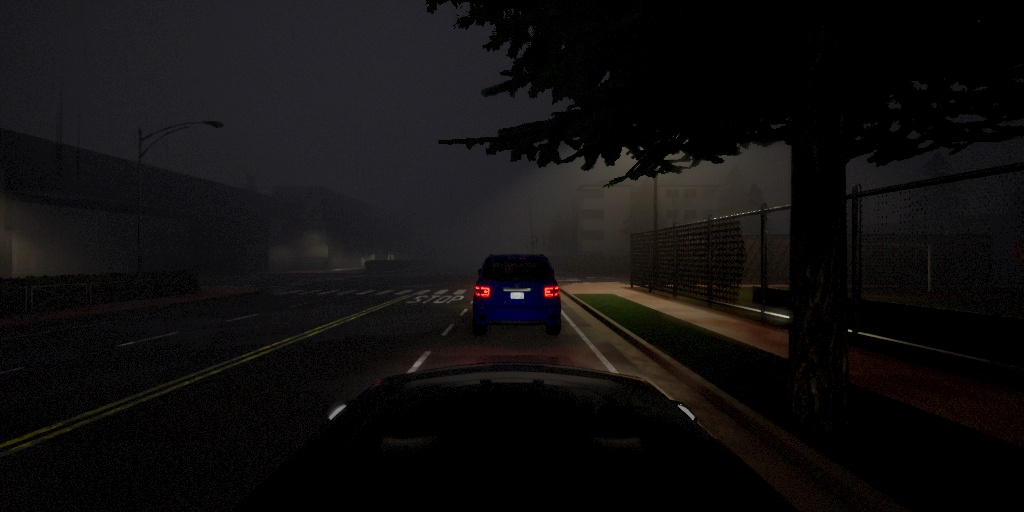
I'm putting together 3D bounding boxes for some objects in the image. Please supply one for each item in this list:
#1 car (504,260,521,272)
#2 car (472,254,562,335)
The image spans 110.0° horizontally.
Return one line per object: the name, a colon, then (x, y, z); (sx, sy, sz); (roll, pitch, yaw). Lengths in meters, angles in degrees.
car: (0.061, 1.241, 46.452); (2.128, 1.511, 4.902); (0, 0, -1)
car: (0.123, 0.972, 10.622); (2.150, 2.045, 5.566); (0, 0, 0)
